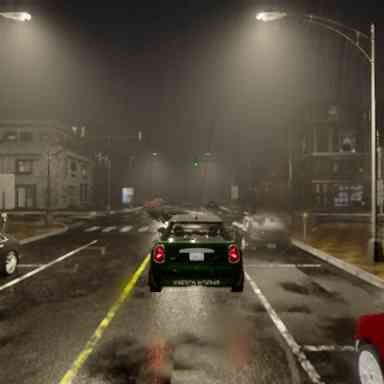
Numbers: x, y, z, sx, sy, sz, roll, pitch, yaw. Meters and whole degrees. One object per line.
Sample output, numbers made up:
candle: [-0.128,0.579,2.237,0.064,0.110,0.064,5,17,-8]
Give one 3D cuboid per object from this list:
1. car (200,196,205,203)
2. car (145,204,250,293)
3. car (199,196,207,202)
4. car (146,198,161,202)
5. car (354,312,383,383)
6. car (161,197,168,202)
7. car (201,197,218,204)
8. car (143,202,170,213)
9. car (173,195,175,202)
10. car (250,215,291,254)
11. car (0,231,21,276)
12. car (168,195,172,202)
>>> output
car: [2.689,1.773,56.844,1.802,1.307,4.206,0,0,0]
car: [0.098,1.382,9.092,2.097,1.767,4.553,0,0,0]
car: [2.687,1.729,84.455,1.967,1.590,4.097,0,0,0]
car: [-5.691,1.735,45.814,1.802,1.307,4.206,0,0,0]
car: [2.694,1.552,2.028,1.887,1.381,4.507,0,0,0]
car: [-5.692,1.741,56.858,2.008,1.369,4.403,0,0,0]
car: [2.690,1.719,45.802,1.947,1.339,4.313,0,0,0]
car: [-2.049,1.686,25.630,1.895,1.301,4.718,0,0,-27]
car: [-5.693,1.624,89.992,2.192,1.841,5.009,0,0,0]
car: [2.693,1.596,13.412,2.008,1.369,4.403,0,0,0]
car: [-5.688,1.577,7.737,2.008,1.369,4.403,0,0,0]
car: [-5.692,1.669,67.902,1.967,1.590,4.097,0,0,0]
